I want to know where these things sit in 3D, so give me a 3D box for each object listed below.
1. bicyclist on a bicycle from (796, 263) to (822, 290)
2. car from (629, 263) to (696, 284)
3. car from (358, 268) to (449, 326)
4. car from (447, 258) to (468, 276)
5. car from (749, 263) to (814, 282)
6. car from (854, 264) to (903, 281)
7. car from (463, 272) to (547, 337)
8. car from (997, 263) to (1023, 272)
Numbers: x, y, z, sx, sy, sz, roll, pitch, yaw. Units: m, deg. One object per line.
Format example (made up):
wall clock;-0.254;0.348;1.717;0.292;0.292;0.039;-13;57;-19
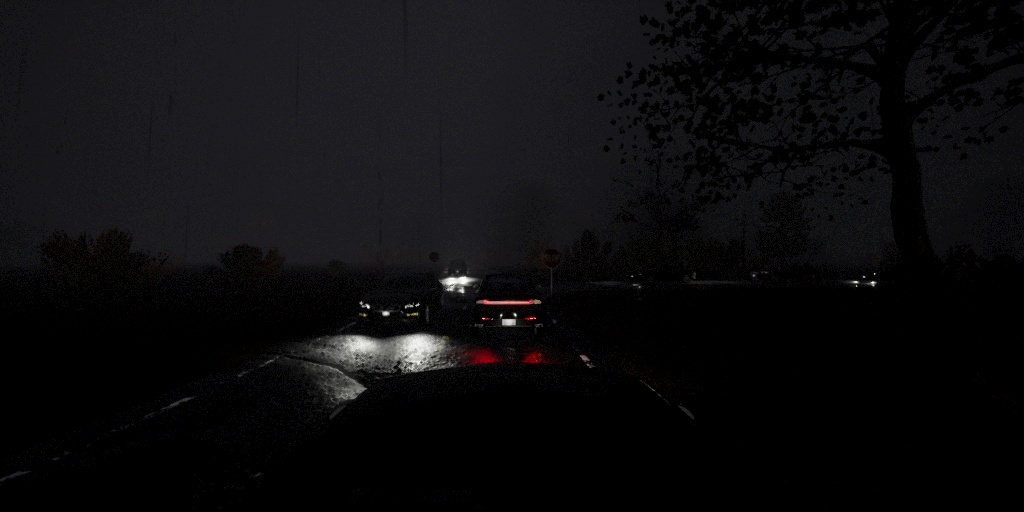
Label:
bicyclist on a bicycle;18.043;1.233;21.798;0.582;1.620;1.656;0;0;-9
car;11.362;1.284;27.177;4.892;1.490;1.837;0;0;-9
car;-3.404;1.254;11.789;1.837;1.490;4.892;0;0;-3
car;-5.578;1.235;36.980;2.128;1.511;4.902;0;0;-8
car;21.580;1.290;28.777;4.902;1.511;2.128;0;0;-9
car;32.080;1.366;30.411;5.357;1.411;2.033;0;0;-9
car;-0.135;1.241;10.300;2.128;1.511;4.902;0;0;-2
car;41.709;1.304;28.685;5.008;1.535;1.882;0;0;-9
